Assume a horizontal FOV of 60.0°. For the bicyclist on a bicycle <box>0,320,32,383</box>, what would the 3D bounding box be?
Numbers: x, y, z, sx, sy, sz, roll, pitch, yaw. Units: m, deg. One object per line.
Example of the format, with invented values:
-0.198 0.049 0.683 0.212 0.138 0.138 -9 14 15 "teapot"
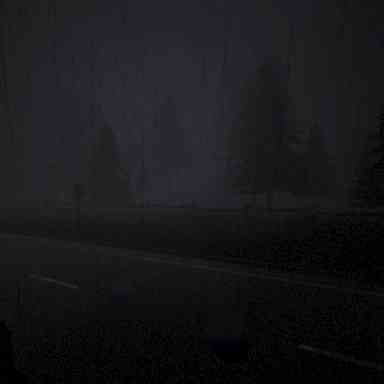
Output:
-1.600 1.383 2.044 1.656 0.582 1.620 33 27 -15 "bicyclist on a bicycle"
